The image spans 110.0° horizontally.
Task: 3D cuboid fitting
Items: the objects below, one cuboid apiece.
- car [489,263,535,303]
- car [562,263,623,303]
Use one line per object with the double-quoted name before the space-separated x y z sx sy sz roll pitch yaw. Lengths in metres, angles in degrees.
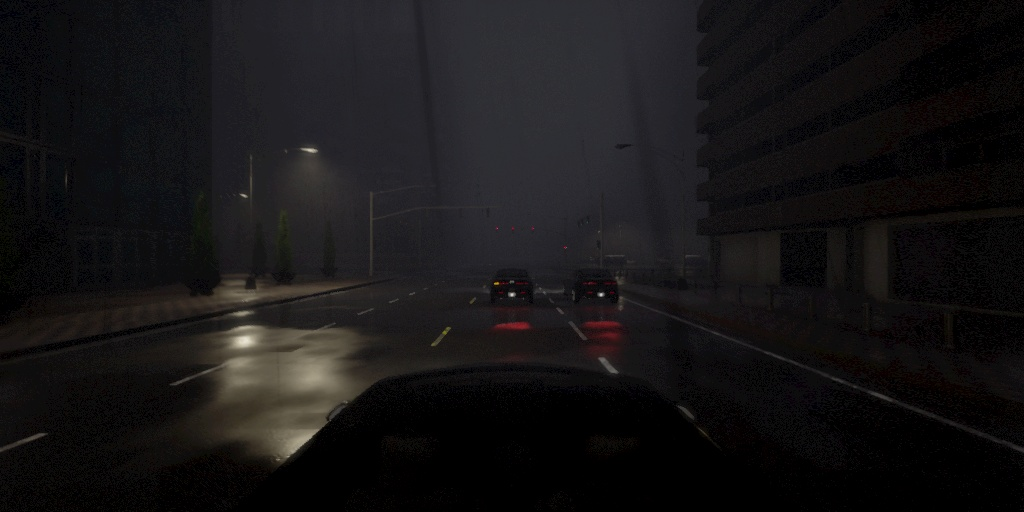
"car" 0.000 1.265 16.500 1.837 1.490 4.892 0 0 0
"car" 3.500 1.265 16.500 1.837 1.490 4.892 0 0 0
